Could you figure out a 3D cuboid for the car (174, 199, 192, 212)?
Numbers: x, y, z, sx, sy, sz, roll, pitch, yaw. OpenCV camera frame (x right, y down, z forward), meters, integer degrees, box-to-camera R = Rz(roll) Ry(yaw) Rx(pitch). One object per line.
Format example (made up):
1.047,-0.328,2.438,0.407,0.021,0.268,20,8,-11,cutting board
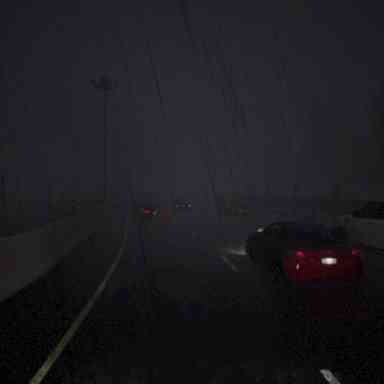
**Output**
-1.300,1.405,35.482,2.033,1.411,5.357,0,0,-10,car

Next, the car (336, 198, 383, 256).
6.402,1.162,9.970,2.150,2.045,5.566,0,0,-6,car

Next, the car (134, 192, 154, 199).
-5.765,1.072,40.431,2.150,2.045,5.566,0,0,-10,car

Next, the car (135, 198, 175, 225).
-2.731,1.414,23.606,2.163,1.488,4.792,0,0,-10,car

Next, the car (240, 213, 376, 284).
2.916,1.516,9.492,1.994,1.385,4.181,0,0,-5,car

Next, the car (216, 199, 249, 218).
3.423,1.349,29.021,1.882,1.535,5.008,0,0,-10,car
